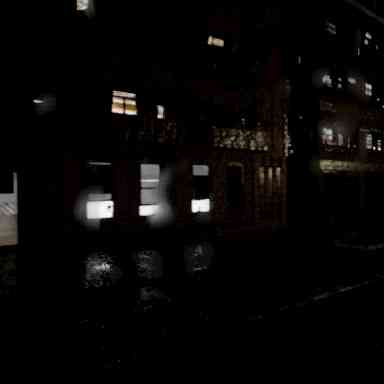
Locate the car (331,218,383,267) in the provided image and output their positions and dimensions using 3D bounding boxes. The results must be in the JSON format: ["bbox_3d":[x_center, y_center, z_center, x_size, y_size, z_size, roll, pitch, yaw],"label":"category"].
[{"bbox_3d":[6.413,1.546,11.110,4.206,1.307,1.802,0,-1,-36],"label":"car"}]
